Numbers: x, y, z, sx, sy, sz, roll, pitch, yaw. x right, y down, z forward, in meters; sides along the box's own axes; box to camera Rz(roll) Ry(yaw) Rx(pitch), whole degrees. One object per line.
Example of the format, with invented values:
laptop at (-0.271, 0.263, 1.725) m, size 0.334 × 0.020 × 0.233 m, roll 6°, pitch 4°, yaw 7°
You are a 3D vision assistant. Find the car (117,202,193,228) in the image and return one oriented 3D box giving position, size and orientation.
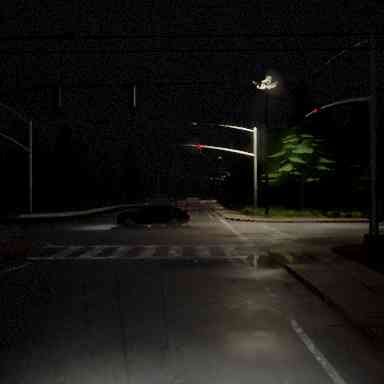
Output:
car at (-2.550, 1.592, 22.270) m, size 4.892 × 1.490 × 1.837 m, roll 0°, pitch 0°, yaw 1°

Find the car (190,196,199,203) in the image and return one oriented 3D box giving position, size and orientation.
car at (0.554, 1.654, 73.181) m, size 1.882 × 1.535 × 5.008 m, roll 0°, pitch 0°, yaw 2°

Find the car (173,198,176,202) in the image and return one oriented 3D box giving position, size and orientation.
car at (-3.601, 1.638, 46.541) m, size 1.837 × 1.490 × 4.892 m, roll 0°, pitch 0°, yaw 0°

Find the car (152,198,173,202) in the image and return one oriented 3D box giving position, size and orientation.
car at (-3.615, 1.462, 36.671) m, size 2.097 × 1.767 × 4.553 m, roll 0°, pitch 0°, yaw 0°

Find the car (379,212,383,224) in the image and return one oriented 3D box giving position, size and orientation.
car at (14.915, 1.608, 21.959) m, size 4.718 × 1.301 × 1.895 m, roll 0°, pitch 0°, yaw 1°

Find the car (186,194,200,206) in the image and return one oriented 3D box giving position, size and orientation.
car at (0.155, 1.359, 56.513) m, size 2.150 × 2.045 × 5.566 m, roll 0°, pitch 0°, yaw 1°
